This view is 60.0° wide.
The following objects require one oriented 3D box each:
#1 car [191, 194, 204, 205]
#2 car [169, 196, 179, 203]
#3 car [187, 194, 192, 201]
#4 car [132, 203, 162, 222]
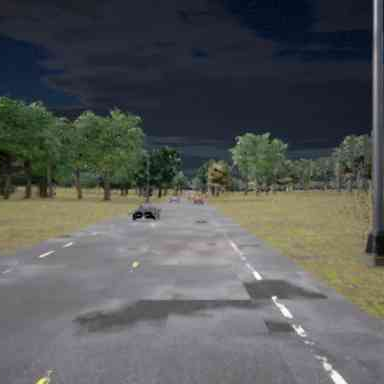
[{"bbox_3d":[1.200,1.551,61.430,1.812,1.442,4.674,0,0,0],"label":"car"},{"bbox_3d":[-3.528,1.506,67.363,1.812,1.442,4.674,0,0,0],"label":"car"},{"bbox_3d":[-0.033,1.208,81.195,2.097,1.767,4.553,0,0,0],"label":"car"},{"bbox_3d":[-3.595,1.603,26.866,1.895,1.301,4.718,0,0,0],"label":"car"}]
